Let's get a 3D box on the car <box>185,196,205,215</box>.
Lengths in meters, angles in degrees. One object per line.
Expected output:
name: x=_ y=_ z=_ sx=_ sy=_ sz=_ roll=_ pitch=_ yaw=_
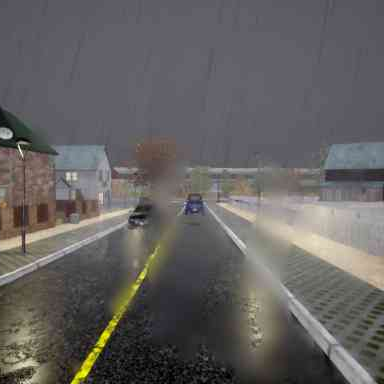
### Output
car: x=0.290 y=1.469 z=33.462 sx=1.882 sy=1.535 sz=5.008 roll=0 pitch=0 yaw=1

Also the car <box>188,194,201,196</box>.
car: x=0.348 y=1.220 z=43.942 sx=2.150 sy=2.045 sz=5.566 roll=0 pitch=0 yaw=0

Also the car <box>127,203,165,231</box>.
car: x=-2.730 y=1.496 z=20.631 sx=1.837 sy=1.490 sz=4.892 roll=0 pitch=0 yaw=0
